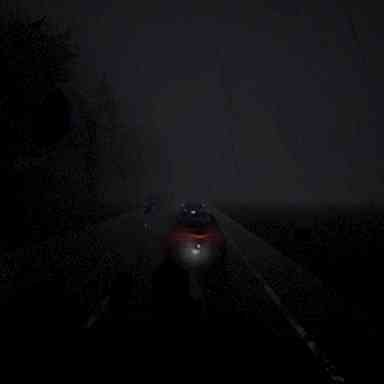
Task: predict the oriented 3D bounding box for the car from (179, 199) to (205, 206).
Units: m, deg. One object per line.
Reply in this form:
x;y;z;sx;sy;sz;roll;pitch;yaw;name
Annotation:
0.108;1.510;27.455;1.994;1.385;4.181;0;0;0;car

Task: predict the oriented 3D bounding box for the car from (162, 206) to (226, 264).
0.100;1.469;11.676;2.128;1.511;4.902;0;0;0;car

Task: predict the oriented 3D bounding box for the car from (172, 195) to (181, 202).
-3.462;1.361;73.335;2.033;1.411;5.357;0;0;0;car

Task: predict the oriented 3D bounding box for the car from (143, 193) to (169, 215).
-3.578;1.157;33.728;2.150;2.045;5.566;0;0;0;car
